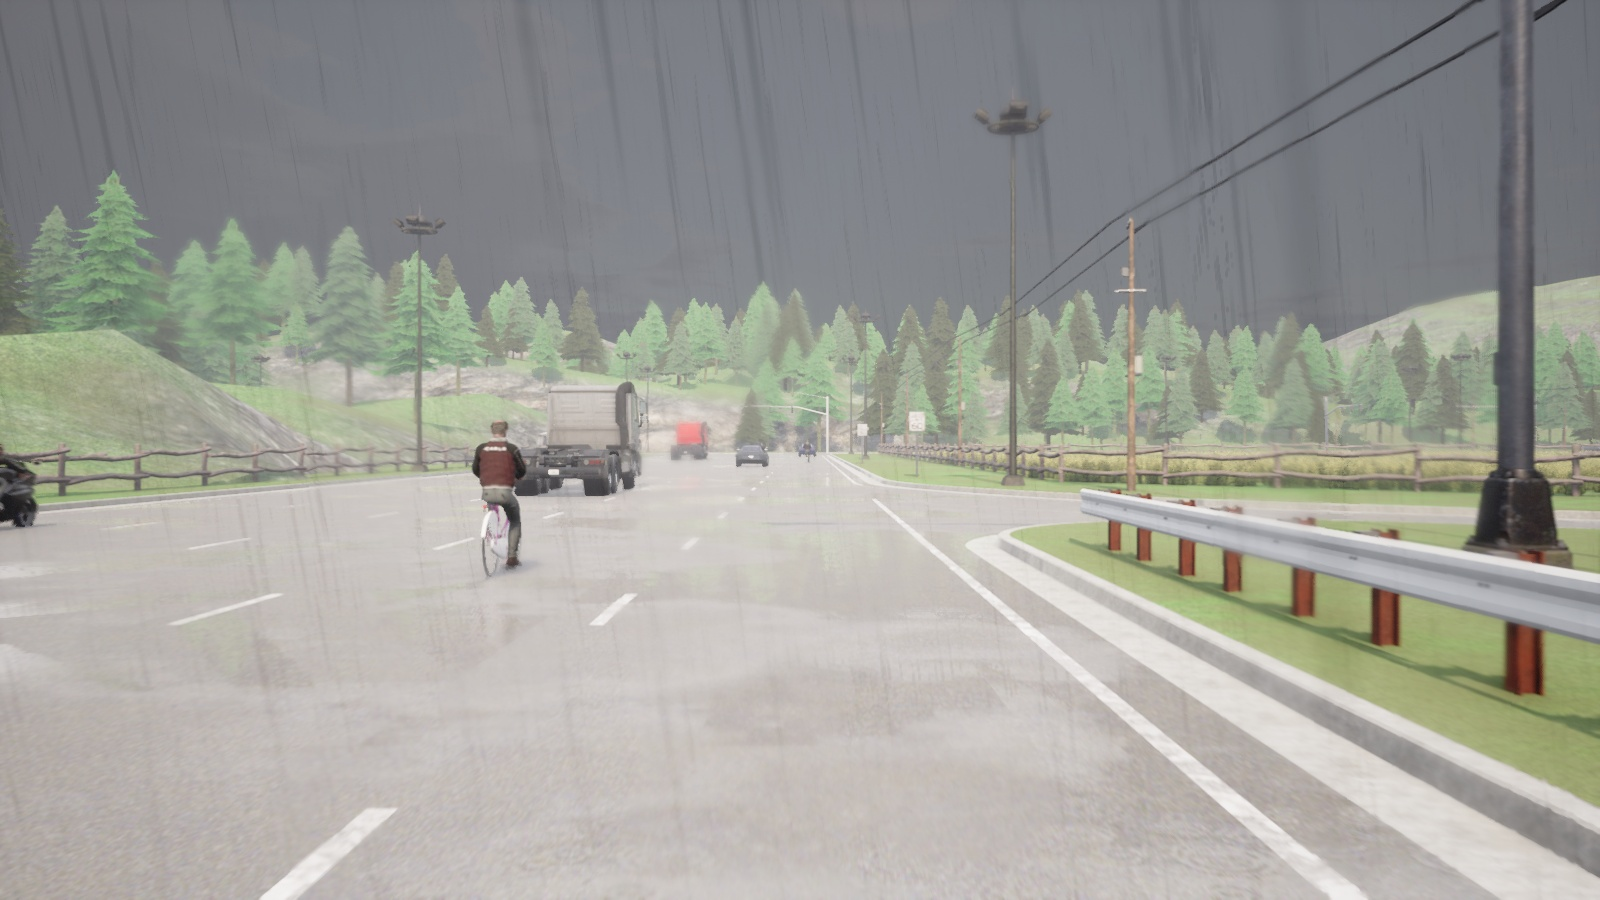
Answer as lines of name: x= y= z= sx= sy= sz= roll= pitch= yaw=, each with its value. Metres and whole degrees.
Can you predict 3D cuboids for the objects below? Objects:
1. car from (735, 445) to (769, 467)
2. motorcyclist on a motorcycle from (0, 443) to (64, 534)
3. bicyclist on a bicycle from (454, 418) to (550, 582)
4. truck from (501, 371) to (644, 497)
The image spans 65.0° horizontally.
car: x=-3.032 y=0.362 z=80.218 sx=1.994 sy=1.385 sz=4.181 roll=0 pitch=0 yaw=0
motorcyclist on a motorcycle: x=-13.862 y=0.649 z=21.798 sx=0.866 sy=1.530 sz=2.191 roll=0 pitch=0 yaw=0
bicyclist on a bicycle: x=-3.403 y=0.534 z=14.493 sx=0.659 sy=1.776 sz=1.843 roll=0 pitch=0 yaw=0
truck: x=-6.766 y=-0.455 z=38.557 sx=2.891 sy=3.462 sz=7.936 roll=0 pitch=0 yaw=0
